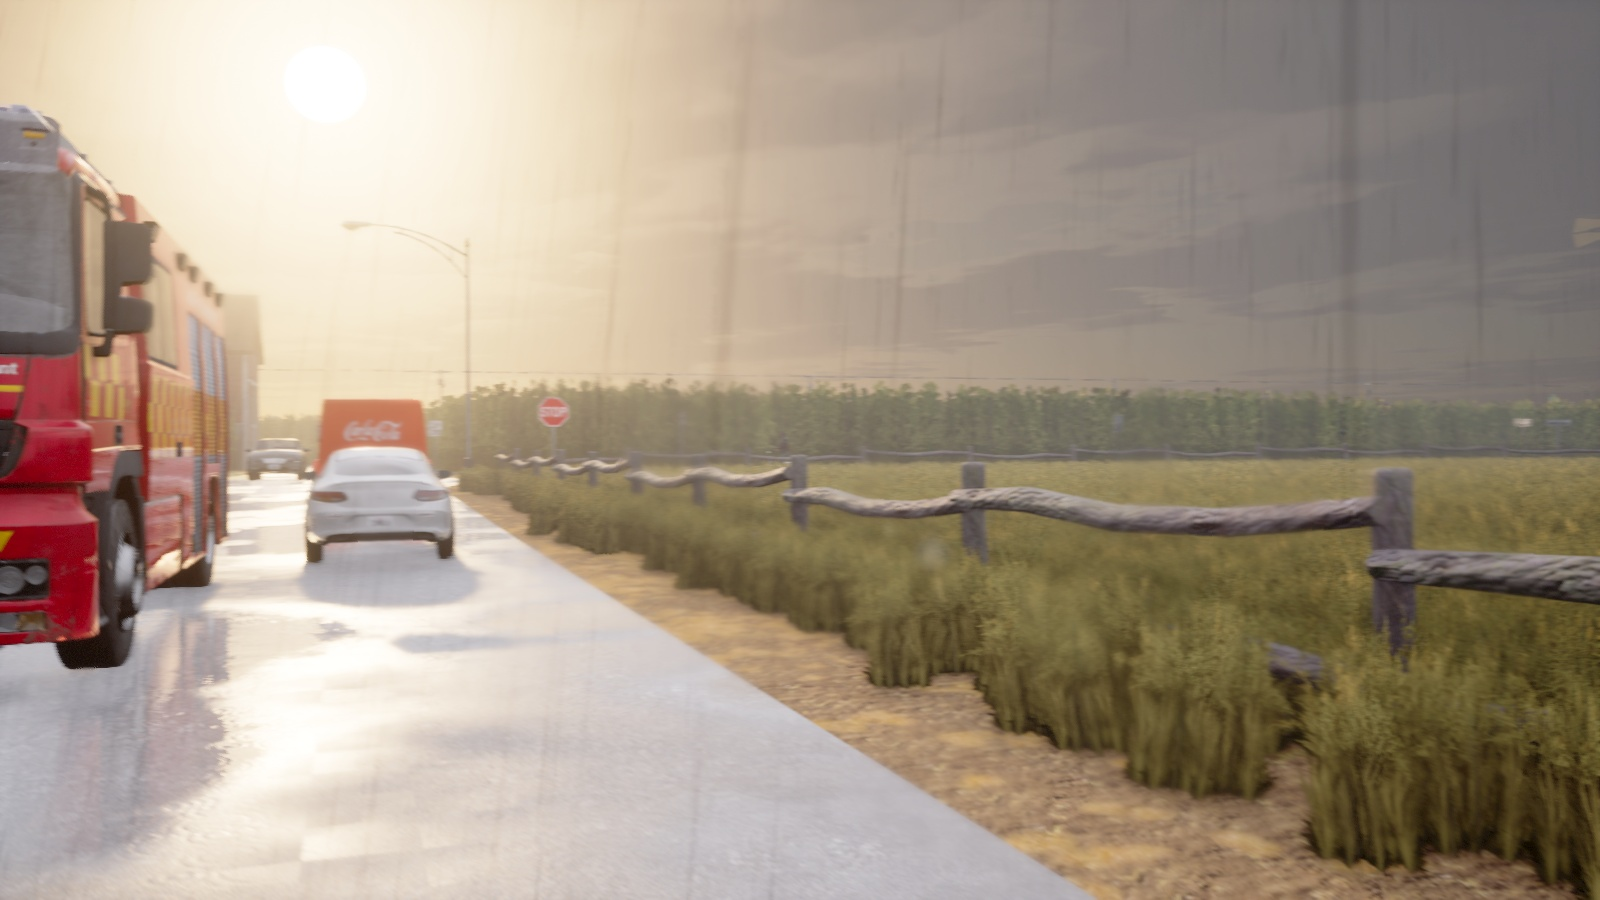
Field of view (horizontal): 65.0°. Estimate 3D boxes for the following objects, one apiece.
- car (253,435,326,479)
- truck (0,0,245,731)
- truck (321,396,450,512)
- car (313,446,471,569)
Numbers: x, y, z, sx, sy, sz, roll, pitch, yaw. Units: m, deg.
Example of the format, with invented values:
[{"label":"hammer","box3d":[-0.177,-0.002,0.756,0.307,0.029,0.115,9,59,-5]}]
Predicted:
[{"label":"car","box3d":[-18.278,0.254,45.141,2.128,1.511,4.902,0,0,-19]},{"label":"truck","box3d":[-6.521,-0.456,10.220,2.891,3.827,8.468,0,0,-19]},{"label":"truck","box3d":[-9.732,0.045,29.485,2.627,2.467,5.204,0,1,-19]},{"label":"car","box3d":[-5.675,0.679,17.435,1.812,1.442,4.674,0,0,-19]}]
